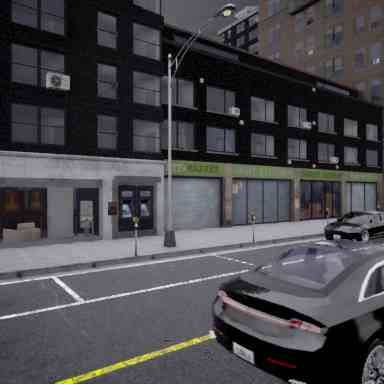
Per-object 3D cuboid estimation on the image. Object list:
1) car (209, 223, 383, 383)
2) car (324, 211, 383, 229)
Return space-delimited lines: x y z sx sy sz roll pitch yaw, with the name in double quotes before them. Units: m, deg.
"car" 2.516 1.492 4.955 4.902 1.511 2.128 0 0 -36
"car" 8.036 1.566 15.630 4.313 1.339 1.947 0 0 -36
